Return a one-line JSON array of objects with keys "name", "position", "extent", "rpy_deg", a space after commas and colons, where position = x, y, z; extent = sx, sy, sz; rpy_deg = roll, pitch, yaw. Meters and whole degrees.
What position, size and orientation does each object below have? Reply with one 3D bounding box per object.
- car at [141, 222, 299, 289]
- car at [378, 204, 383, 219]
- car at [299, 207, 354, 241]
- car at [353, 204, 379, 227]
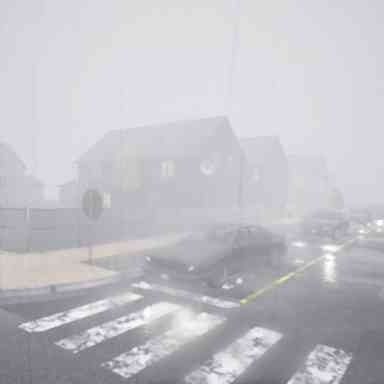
[{"name": "car", "position": [1.046, 1.642, 9.868], "extent": [2.033, 1.411, 5.357], "rpy_deg": [1, 0, 39]}, {"name": "car", "position": [20.111, 2.049, 36.291], "extent": [2.128, 1.511, 4.902], "rpy_deg": [1, 0, 35]}, {"name": "car", "position": [7.463, 1.750, 18.599], "extent": [1.837, 1.490, 4.892], "rpy_deg": [1, 0, 35]}, {"name": "car", "position": [13.526, 1.940, 27.108], "extent": [2.033, 1.411, 5.357], "rpy_deg": [1, 0, 35]}]
